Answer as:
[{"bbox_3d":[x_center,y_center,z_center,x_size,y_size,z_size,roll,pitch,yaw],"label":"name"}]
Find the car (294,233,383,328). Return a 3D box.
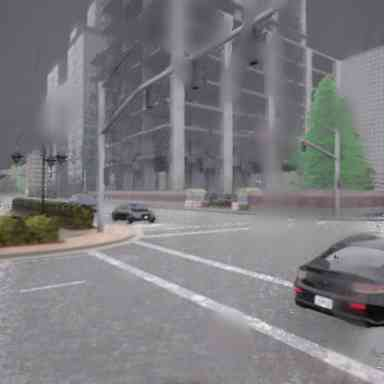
[{"bbox_3d":[3.943,1.546,6.563,4.674,1.442,1.812,0,0,-35],"label":"car"}]

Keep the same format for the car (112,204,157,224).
[{"bbox_3d":[-4.324,1.556,24.566,1.994,1.385,4.181,0,0,-36],"label":"car"}]

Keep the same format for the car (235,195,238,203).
[{"bbox_3d":[6.753,1.278,54.661,1.905,1.878,3.866,0,0,-36],"label":"car"}]

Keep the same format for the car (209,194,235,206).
[{"bbox_3d":[4.362,1.265,52.949,1.905,1.878,3.866,0,0,-36],"label":"car"}]

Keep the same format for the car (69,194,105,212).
[{"bbox_3d":[-10.615,1.214,33.258,2.150,2.045,5.566,0,0,-36],"label":"car"}]
